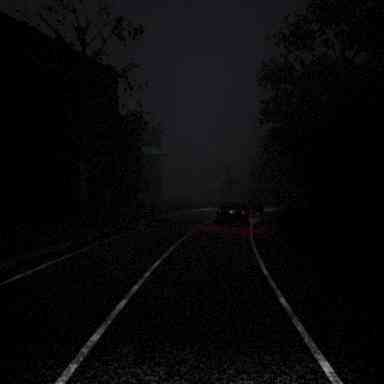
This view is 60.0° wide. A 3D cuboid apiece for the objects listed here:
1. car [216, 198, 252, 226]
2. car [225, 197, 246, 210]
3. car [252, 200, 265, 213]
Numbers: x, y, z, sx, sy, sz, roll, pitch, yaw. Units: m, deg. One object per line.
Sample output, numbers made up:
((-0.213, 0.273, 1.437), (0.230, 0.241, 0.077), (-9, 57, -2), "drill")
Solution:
((3.091, 1.404, 24.533), (2.097, 1.767, 4.553), (1, 0, 12), "car")
((6.115, 1.579, 46.201), (1.812, 1.442, 4.674), (2, 2, 21), "car")
((7.632, 1.682, 40.257), (2.128, 1.511, 4.902), (2, 0, 19), "car")
